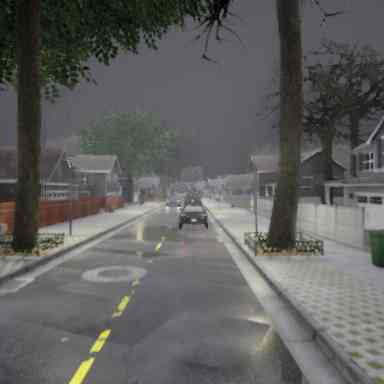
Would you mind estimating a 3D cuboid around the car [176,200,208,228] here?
[{"bbox_3d":[0.108,1.512,22.167,1.812,1.442,4.674,0,0,0],"label":"car"}]

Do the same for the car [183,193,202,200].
[{"bbox_3d":[0.111,1.190,42.232,2.150,2.045,5.566,0,0,0],"label":"car"}]

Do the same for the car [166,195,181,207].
[{"bbox_3d":[-2.774,1.311,50.016,2.097,1.767,4.553,0,0,1],"label":"car"}]
